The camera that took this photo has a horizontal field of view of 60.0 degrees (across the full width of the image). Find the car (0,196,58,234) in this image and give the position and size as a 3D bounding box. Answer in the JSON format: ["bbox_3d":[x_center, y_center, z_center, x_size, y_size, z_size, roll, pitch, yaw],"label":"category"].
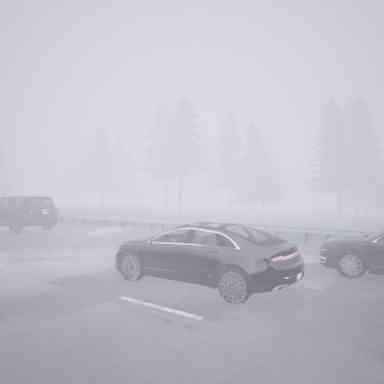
[{"bbox_3d":[-10.188,1.222,19.388,5.566,2.045,2.150,0,0,33],"label":"car"}]

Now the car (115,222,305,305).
[{"bbox_3d":[0.196,1.492,8.146,4.902,1.511,2.128,0,0,35],"label":"car"}]

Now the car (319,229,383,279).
[{"bbox_3d":[5.819,1.505,8.438,4.892,1.490,1.837,0,0,35],"label":"car"}]
